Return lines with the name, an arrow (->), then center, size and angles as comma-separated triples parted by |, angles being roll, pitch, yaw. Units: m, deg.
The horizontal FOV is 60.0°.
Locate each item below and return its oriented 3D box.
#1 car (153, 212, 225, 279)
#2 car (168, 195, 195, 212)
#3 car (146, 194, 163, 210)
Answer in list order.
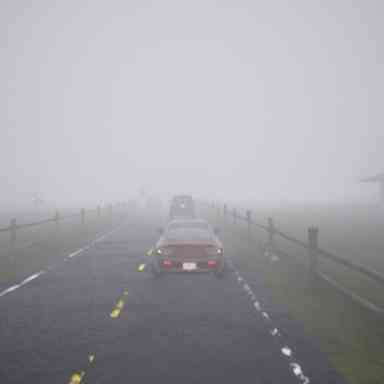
car -> -0.098, 1.548, 10.009 | 1.812, 1.442, 4.674 | 0, 0, -1
car -> -0.904, 1.292, 29.236 | 2.150, 2.045, 5.566 | 0, 0, -3
car -> -5.185, 1.351, 46.187 | 2.150, 2.045, 5.566 | 0, 0, -5
